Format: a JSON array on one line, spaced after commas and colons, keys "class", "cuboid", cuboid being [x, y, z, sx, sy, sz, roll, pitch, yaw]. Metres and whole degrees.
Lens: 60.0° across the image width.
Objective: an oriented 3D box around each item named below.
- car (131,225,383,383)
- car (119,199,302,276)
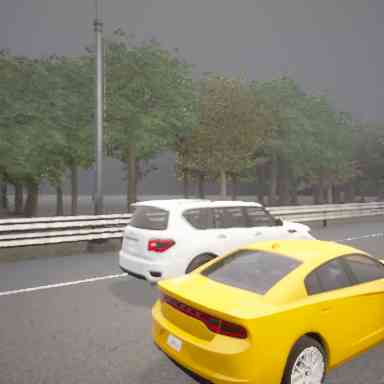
[{"class": "car", "cuboid": [1.821, 1.471, 5.042, 5.008, 1.535, 1.882, 0, 0, -36]}, {"class": "car", "cuboid": [0.888, 1.212, 8.690, 5.566, 2.045, 2.150, 0, 0, -36]}]
